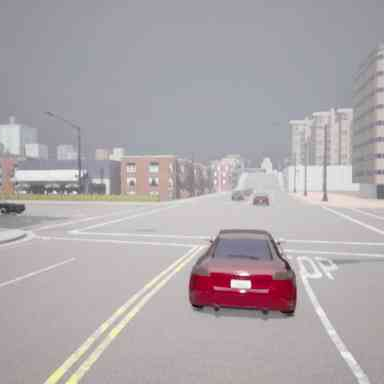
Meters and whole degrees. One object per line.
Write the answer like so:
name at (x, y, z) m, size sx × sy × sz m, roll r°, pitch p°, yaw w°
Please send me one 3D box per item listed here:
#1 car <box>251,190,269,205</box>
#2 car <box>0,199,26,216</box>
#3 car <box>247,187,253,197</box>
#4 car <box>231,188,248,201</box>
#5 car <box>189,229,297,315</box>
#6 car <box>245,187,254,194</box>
car at (8.810, 0.824, 42.268) m, size 1.812 × 1.442 × 4.674 m, roll 0°, pitch 2°, yaw 13°
car at (-16.760, 1.270, 28.572) m, size 4.718 × 1.301 × 1.895 m, roll 0°, pitch 2°, yaw 14°
car at (10.831, 0.200, 67.534) m, size 1.994 × 1.385 × 4.181 m, roll 0°, pitch 2°, yaw 13°
car at (7.099, 0.564, 51.377) m, size 1.837 × 1.490 × 4.892 m, roll 0°, pitch 2°, yaw 13°
car at (1.194, 1.532, 7.645) m, size 1.994 × 1.385 × 4.181 m, roll 0°, pitch 0°, yaw 10°
car at (14.085, -0.406, 81.847) m, size 1.882 × 1.535 × 5.008 m, roll 0°, pitch 2°, yaw 13°
